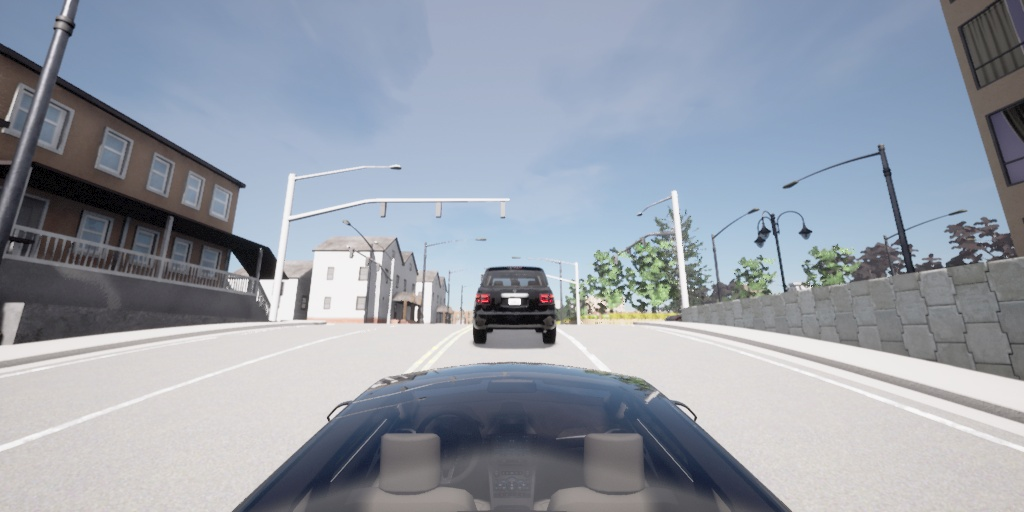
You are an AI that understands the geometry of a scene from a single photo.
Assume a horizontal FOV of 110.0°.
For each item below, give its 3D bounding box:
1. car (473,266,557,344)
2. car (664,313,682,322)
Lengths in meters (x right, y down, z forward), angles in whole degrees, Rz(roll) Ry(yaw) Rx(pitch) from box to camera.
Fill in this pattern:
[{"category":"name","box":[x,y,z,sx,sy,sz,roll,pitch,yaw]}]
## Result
[{"category":"car","box":[0.073,1.503,11.180,2.150,2.045,5.566,0,-7,0]},{"category":"car","box":[15.896,5.458,31.706,4.553,1.767,2.097,0,-12,1]}]
